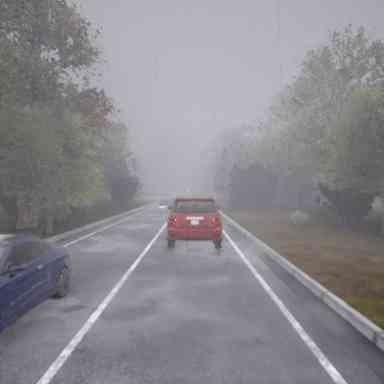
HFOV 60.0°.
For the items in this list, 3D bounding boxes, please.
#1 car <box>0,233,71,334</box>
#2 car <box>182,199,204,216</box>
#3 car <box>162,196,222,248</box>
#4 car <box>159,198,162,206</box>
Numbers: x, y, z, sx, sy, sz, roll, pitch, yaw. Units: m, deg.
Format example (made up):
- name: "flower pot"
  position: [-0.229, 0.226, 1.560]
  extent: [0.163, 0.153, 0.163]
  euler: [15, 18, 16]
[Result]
- name: "car"
  position: [-3.601, 1.517, 5.722]
  extent: [1.812, 1.442, 4.674]
  euler: [0, 0, 0]
- name: "car"
  position: [0.100, 1.438, 31.911]
  extent: [1.994, 1.385, 4.181]
  euler: [0, 0, 0]
- name: "car"
  position: [0.100, 1.186, 14.752]
  extent: [2.150, 2.045, 5.566]
  euler: [0, 0, 0]
- name: "car"
  position: [-3.578, 1.341, 48.257]
  extent: [1.994, 1.385, 4.181]
  euler: [0, 0, 0]
